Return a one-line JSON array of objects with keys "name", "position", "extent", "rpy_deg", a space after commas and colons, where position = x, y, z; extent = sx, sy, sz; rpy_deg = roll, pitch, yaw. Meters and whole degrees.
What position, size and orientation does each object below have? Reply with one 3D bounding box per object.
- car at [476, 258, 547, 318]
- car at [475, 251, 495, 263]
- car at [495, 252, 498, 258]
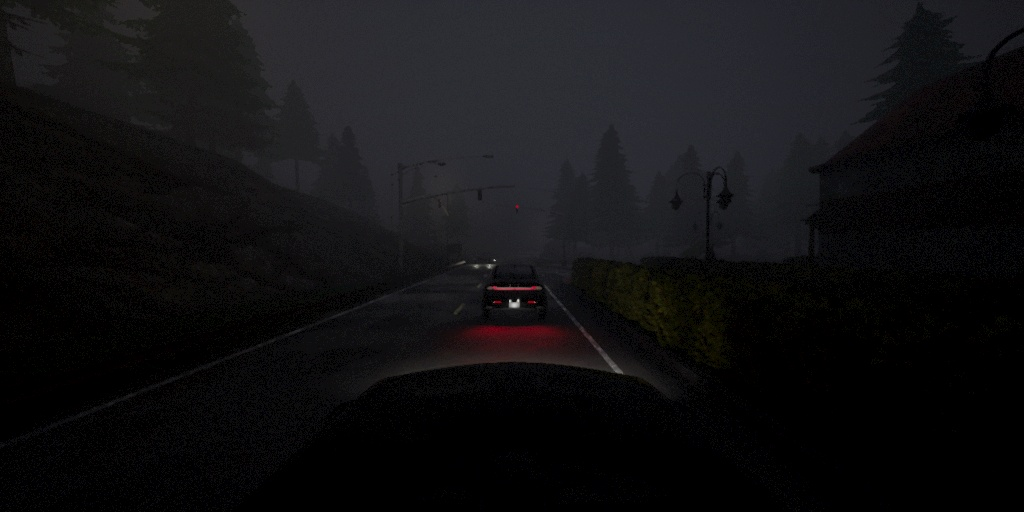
[{"name": "car", "position": [0.074, 1.008, 11.749], "extent": [2.128, 1.511, 4.902], "rpy_deg": [0, 1, 0]}, {"name": "car", "position": [-3.580, 0.199, 46.052], "extent": [1.882, 1.535, 5.008], "rpy_deg": [0, 1, 0]}, {"name": "car", "position": [-3.505, -0.098, 63.717], "extent": [2.033, 1.411, 5.357], "rpy_deg": [0, 1, 0]}]
